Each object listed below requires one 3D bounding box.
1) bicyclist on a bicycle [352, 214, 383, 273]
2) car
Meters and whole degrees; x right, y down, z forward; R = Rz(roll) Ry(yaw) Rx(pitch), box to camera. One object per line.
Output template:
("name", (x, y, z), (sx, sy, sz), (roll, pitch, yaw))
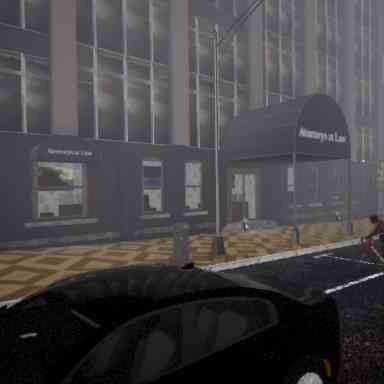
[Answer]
("bicyclist on a bicycle", (5.262, 1.452, 9.281), (0.582, 1.620, 1.656), (0, -2, -37))
("car", (-0.681, 1.477, 2.834), (5.008, 1.535, 1.882), (0, 0, -38))
